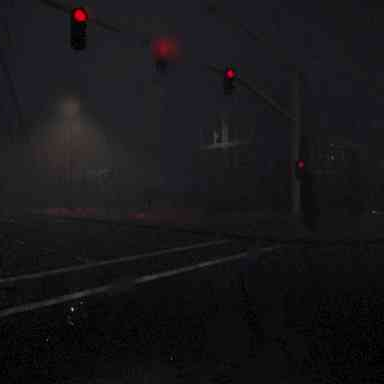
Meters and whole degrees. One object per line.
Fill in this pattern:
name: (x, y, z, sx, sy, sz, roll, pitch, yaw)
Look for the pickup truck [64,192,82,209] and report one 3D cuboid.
pickup truck: (-14.997, 1.019, 42.942, 2.390, 2.098, 6.274, -1, 0, -15)
